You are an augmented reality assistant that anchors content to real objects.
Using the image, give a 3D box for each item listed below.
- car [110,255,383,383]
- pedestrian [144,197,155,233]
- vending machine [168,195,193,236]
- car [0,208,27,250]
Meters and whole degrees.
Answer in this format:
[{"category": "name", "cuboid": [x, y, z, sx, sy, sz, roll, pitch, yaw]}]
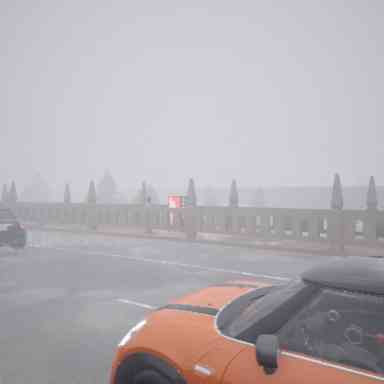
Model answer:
[{"category": "car", "cuboid": [1.424, 1.352, 2.754, 4.553, 1.767, 2.097, 0, 0, 35]}, {"category": "pedestrian", "cuboid": [-2.151, 1.141, 16.833, 0.375, 1.860, 0.375, 0, 0, 29]}, {"category": "vending machine", "cuboid": [-0.584, 1.195, 17.634, 0.880, 2.100, 1.100, 0, 0, 30]}, {"category": "car", "cuboid": [-8.644, 1.351, 12.949, 4.553, 1.767, 2.097, 0, 0, 28]}]
